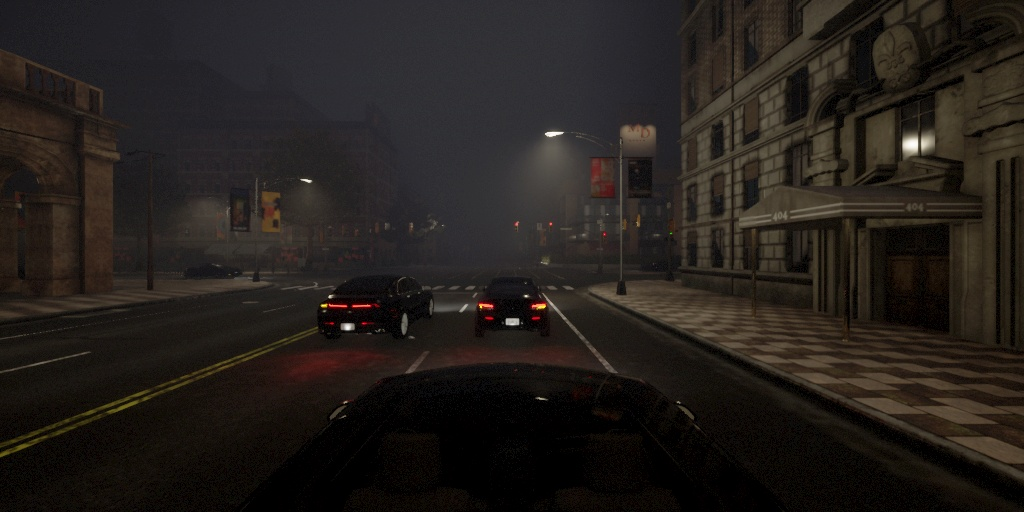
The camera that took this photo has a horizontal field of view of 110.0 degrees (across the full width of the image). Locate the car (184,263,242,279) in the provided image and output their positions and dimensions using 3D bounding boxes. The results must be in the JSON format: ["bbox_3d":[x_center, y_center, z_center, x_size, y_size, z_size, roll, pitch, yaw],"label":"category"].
[{"bbox_3d":[-27.005,1.313,32.471,4.181,1.385,1.994,0,0,0],"label":"car"}]

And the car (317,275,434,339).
[{"bbox_3d":[-3.494,1.255,10.036,1.837,1.490,4.892,0,0,0],"label":"car"}]

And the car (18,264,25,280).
[{"bbox_3d":[-42.321,1.275,32.417,4.674,1.442,1.812,0,0,0],"label":"car"}]

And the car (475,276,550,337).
[{"bbox_3d":[0.007,1.276,10.156,1.812,1.442,4.674,0,0,0],"label":"car"}]

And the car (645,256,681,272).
[{"bbox_3d":[19.991,0.971,44.331,5.566,2.045,2.150,0,0,1],"label":"car"}]

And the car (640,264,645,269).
[{"bbox_3d":[19.999,1.297,47.848,5.357,1.411,2.033,0,0,0],"label":"car"}]
